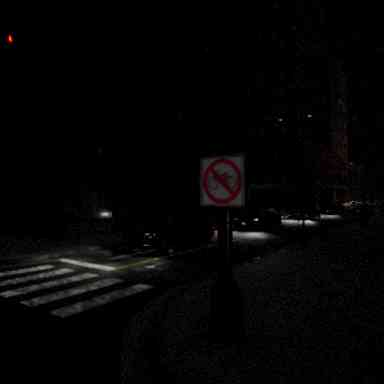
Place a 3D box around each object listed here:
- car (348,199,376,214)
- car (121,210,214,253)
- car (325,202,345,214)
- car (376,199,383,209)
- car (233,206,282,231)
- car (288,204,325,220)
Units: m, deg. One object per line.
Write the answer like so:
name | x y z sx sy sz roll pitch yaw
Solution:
car | 18.949 1.753 37.260 1.895 1.301 4.718 -1 -1 36
car | -0.901 1.602 14.716 1.882 1.535 5.008 -1 -1 35
car | 16.141 1.790 38.347 1.895 1.301 4.718 -1 -1 35
car | 26.967 1.745 48.435 2.033 1.411 5.357 -1 -1 36
car | 4.508 1.668 22.246 1.812 1.442 4.674 -1 -1 36
car | 10.292 1.727 30.276 1.994 1.385 4.181 -1 -1 36
